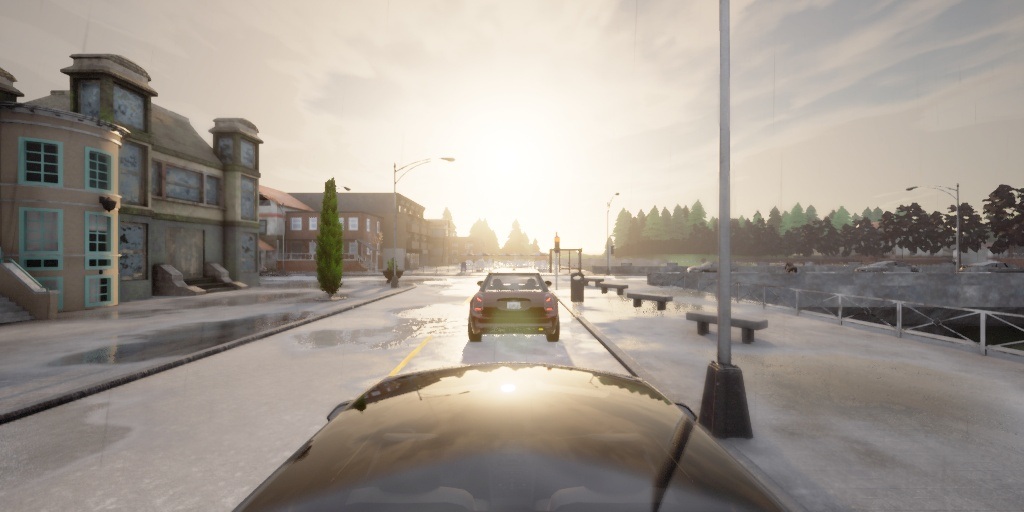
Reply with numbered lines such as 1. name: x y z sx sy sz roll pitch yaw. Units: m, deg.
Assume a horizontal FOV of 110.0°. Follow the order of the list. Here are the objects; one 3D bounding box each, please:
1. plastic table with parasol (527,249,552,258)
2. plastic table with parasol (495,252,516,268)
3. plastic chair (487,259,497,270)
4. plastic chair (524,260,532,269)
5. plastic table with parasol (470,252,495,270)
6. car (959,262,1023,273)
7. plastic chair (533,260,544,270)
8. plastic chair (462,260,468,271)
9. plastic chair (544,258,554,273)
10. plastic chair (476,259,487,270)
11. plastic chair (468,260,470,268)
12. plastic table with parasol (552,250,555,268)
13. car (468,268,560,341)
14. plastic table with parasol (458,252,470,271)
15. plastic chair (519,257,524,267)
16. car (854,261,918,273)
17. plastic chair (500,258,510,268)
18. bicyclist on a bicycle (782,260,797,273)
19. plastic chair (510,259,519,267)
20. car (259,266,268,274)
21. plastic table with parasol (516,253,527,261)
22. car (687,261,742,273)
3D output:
1. plastic table with parasol: 3.736 0.675 49.194 2.482 2.480 2.482 0 0 0
2. plastic table with parasol: -1.029 0.675 56.940 2.482 2.480 2.482 0 0 0
3. plastic chair: -2.802 1.279 49.846 0.730 1.272 0.750 0 0 0
4. plastic chair: 2.396 1.279 49.228 0.730 1.272 0.750 0 0 0
5. plastic table with parasol: -4.082 0.675 49.970 2.482 2.480 2.482 0 0 0
6. car: 40.464 1.255 29.898 4.892 1.490 1.837 0 0 1
7. plastic chair: 3.592 1.279 47.924 0.750 1.272 0.730 0 0 0
8. plastic chair: -6.880 1.279 55.391 0.750 1.272 0.730 0 0 0
9. plastic chair: 4.995 1.279 49.020 0.730 1.272 0.750 0 0 0
10. plastic chair: -4.206 1.279 48.750 0.750 1.272 0.730 0 0 0
11. plastic chair: -5.401 1.279 50.054 0.730 1.272 0.750 0 0 0
12. plastic table with parasol: 5.174 0.675 57.819 2.482 2.480 2.482 0 0 0
13. car: 0.065 1.102 9.995 2.097 1.767 4.553 0 0 1
14. plastic table with parasol: -6.950 0.675 56.569 2.482 2.480 2.482 0 0 0
15. plastic chair: 1.246 1.279 63.364 0.750 1.272 0.730 0 0 0
16. car: 35.427 1.253 34.014 4.892 1.490 1.837 0 0 0
17. plastic chair: -1.083 1.279 55.740 0.750 1.272 0.730 0 0 0
18. bicyclist on a bicycle: 19.889 1.099 25.676 0.582 1.620 1.656 0 0 0
19. plastic chair: 0.321 1.279 56.835 0.730 1.272 0.750 0 0 0
20. car: -26.385 1.297 34.235 5.357 1.411 2.033 0 0 0
21. plastic table with parasol: 1.366 0.675 64.542 2.482 2.480 2.482 0 0 0
22. car: 19.235 1.241 34.077 4.902 1.511 2.128 0 0 0
